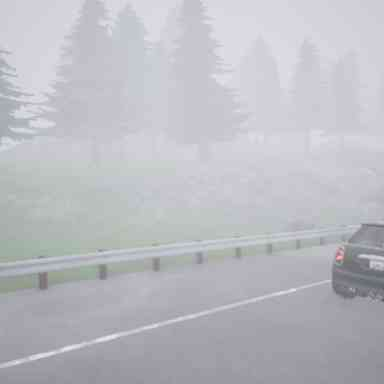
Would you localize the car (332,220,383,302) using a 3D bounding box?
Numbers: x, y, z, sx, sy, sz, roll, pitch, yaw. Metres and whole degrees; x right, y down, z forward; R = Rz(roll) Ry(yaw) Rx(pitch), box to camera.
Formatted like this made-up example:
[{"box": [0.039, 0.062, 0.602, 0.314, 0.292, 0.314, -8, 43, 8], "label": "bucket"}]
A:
[{"box": [5.112, 1.341, 7.182, 4.553, 1.767, 2.097, 0, 0, -34], "label": "car"}]
